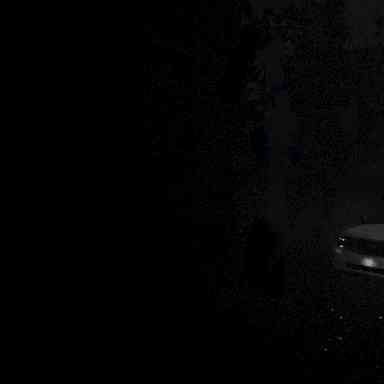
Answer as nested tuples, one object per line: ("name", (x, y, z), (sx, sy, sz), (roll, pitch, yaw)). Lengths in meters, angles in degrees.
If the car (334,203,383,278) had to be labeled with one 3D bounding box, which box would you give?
("car", (6.195, 1.221, 9.025), (5.566, 2.045, 2.150), (0, 0, -35))
